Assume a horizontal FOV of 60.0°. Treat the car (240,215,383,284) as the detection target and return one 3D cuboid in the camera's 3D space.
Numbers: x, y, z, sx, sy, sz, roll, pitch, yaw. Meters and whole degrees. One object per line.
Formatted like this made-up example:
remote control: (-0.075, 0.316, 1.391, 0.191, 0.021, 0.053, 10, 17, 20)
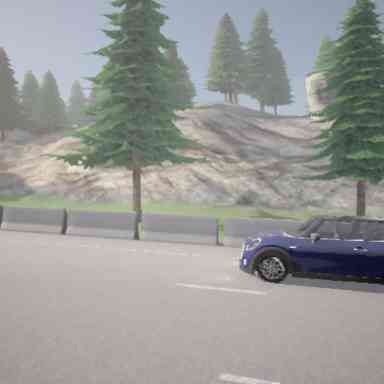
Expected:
car: (3.578, 1.373, 8.700, 4.553, 1.767, 2.097, 2, 1, 15)
